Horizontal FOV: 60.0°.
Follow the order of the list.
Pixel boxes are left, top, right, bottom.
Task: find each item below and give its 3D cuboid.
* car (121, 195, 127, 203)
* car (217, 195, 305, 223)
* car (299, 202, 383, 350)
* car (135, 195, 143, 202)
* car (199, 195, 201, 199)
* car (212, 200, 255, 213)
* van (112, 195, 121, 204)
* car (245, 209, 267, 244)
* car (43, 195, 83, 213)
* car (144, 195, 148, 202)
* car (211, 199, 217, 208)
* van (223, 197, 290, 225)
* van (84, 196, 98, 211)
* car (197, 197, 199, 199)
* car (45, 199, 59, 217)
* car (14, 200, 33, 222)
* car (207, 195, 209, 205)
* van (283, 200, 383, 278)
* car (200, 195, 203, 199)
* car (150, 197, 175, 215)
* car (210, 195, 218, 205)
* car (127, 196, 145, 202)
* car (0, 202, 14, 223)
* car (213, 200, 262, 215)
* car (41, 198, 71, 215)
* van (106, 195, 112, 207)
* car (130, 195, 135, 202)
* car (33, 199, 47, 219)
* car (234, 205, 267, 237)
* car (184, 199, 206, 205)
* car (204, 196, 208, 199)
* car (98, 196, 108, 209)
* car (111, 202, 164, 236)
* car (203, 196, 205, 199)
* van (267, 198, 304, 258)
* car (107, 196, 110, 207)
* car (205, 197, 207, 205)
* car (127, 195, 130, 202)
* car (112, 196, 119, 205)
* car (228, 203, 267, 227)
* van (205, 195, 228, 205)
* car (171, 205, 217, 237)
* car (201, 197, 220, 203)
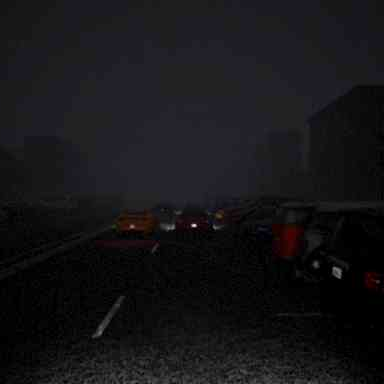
[{"bbox_3d":[-15.537,1.612,61.543,5.566,2.045,2.435,0,-1,0],"label":"car"},{"bbox_3d":[4.684,1.290,21.407,5.566,2.045,2.435,0,0,0],"label":"car"},{"bbox_3d":[4.739,1.237,4.731,5.566,2.045,2.435,0,0,0],"label":"car"},{"bbox_3d":[-15.494,2.071,83.603,4.792,1.488,2.163,0,0,0],"label":"car"},{"bbox_3d":[4.689,2.010,79.765,4.792,1.488,2.163,0,0,0],"label":"car"},{"bbox_3d":[4.711,1.676,38.077,4.674,1.452,2.002,0,0,0],"label":"car"},{"bbox_3d":[-15.390,1.612,58.785,4.442,1.987,1.878,0,-1,0],"label":"van"},{"bbox_3d":[4.709,1.550,13.192,4.674,1.452,2.002,0,0,0],"label":"car"},{"bbox_3d":[-15.520,1.398,36.726,5.566,2.045,2.435,0,0,0],"label":"car"},{"bbox_3d":[-15.499,1.826,89.121,5.566,2.045,2.435,0,0,0],"label":"car"},{"bbox_3d":[4.528,1.566,26.962,5.366,1.575,1.946,0,0,0],"label":"car"},{"bbox_3d":[4.596,1.329,24.184,4.442,1.987,1.878,0,0,0],"label":"van"},{"bbox_3d":[-15.614,1.487,44.997,4.442,1.987,1.878,0,0,0],"label":"van"},{"bbox_3d":[4.690,1.751,82.548,5.566,2.045,2.435,0,0,0],"label":"car"},{"bbox_3d":[-15.490,1.652,31.210,4.674,1.452,2.002,0,0,0],"label":"car"},{"bbox_3d":[-15.477,1.580,25.696,4.892,1.521,2.231,0,0,0],"label":"car"},{"bbox_3d":[4.683,1.551,43.638,4.553,1.767,2.185,0,0,0],"label":"car"},{"bbox_3d":[4.594,1.268,7.511,4.442,1.987,1.878,0,0,0],"label":"van"},{"bbox_3d":[4.711,1.891,68.648,4.892,1.521,2.231,0,0,0],"label":"car"},{"bbox_3d":[-2.896,1.615,35.160,1.882,1.535,5.008,0,0,0],"label":"car"},{"bbox_3d":[4.685,1.332,29.742,5.566,2.045,2.435,0,0,0],"label":"car"},{"bbox_3d":[-15.498,1.969,91.878,4.553,1.767,2.185,0,0,0],"label":"car"},{"bbox_3d":[-15.667,1.562,22.940,5.366,1.575,1.946,0,0,0],"label":"car"},{"bbox_3d":[4.708,1.619,35.298,4.892,1.521,2.231,0,0,0],"label":"car"},{"bbox_3d":[-15.495,1.630,33.969,5.008,1.535,2.097,0,0,0],"label":"car"},{"bbox_3d":[-15.619,1.560,53.269,4.442,1.987,1.878,0,-1,0],"label":"van"},{"bbox_3d":[-15.542,1.685,69.817,5.566,2.045,2.435,0,-1,0],"label":"car"},{"bbox_3d":[-15.515,1.625,28.454,4.792,1.488,2.163,0,0,0],"label":"car"},{"bbox_3d":[4.682,1.549,15.846,4.792,1.488,2.163,0,0,0],"label":"car"},{"bbox_3d":[0.104,1.694,34.082,1.994,1.385,4.181,0,0,0],"label":"car"},{"bbox_3d":[4.711,1.723,49.191,5.008,1.535,2.097,0,0,0],"label":"car"},{"bbox_3d":[-15.314,1.734,47.754,5.366,1.575,1.946,0,-1,0],"label":"car"},{"bbox_3d":[-2.898,1.528,18.603,1.882,1.535,5.008,0,0,0],"label":"car"},{"bbox_3d":[4.710,1.771,54.751,5.008,1.535,2.097,0,-1,0],"label":"car"},{"bbox_3d":[4.828,1.276,10.288,4.442,1.987,1.878,0,0,0],"label":"van"},{"bbox_3d":[-15.498,1.801,50.511,4.674,1.452,2.002,0,0,0],"label":"car"},{"bbox_3d":[4.721,1.701,46.414,4.892,1.521,2.231,0,0,0],"label":"car"},{"bbox_3d":[-15.543,1.788,67.181,4.553,1.767,2.185,0,-1,0],"label":"car"},{"bbox_3d":[-15.510,1.812,56.025,5.008,1.535,2.097,0,-1,0],"label":"car"},{"bbox_3d":[4.706,1.531,18.625,4.892,1.521,2.231,0,0,0],"label":"car"},{"bbox_3d":[4.834,1.641,65.870,4.442,1.987,1.878,0,0,0],"label":"van"},{"bbox_3d":[0.102,1.613,18.284,1.994,1.385,4.181,0,0,0],"label":"car"},{"bbox_3d":[4.712,2.025,85.325,4.892,1.521,2.231,0,0,0],"label":"car"}]
